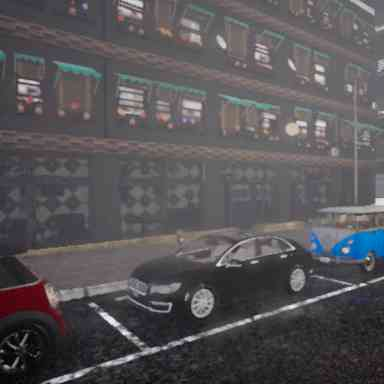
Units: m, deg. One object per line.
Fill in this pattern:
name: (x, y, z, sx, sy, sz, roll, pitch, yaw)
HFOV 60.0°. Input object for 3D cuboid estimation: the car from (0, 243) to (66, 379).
car: (-3.766, 1.441, 3.846, 4.097, 1.590, 1.967, 0, -1, -35)

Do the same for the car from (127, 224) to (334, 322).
car: (0.795, 1.545, 7.098, 4.403, 1.369, 2.008, 0, -1, -35)

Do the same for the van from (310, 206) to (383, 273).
van: (5.354, 1.328, 10.353, 3.998, 1.788, 1.690, 0, -1, -35)
